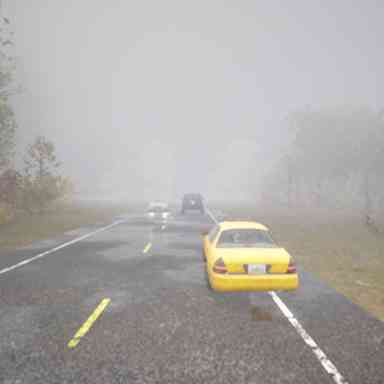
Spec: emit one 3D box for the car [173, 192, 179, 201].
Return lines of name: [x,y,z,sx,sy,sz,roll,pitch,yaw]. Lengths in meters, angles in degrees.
car: [-3.468,1.062,83.572,2.150,2.045,5.566,0,0,0]

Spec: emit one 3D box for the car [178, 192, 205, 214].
car: [0.073,1.115,33.625,2.150,2.045,5.566,0,0,0]

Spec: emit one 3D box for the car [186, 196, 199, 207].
car: [0.053,1.403,48.292,1.812,1.442,4.674,0,0,1]

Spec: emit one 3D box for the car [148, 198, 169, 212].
car: [-3.583,1.414,36.482,1.812,1.442,4.674,0,0,0]

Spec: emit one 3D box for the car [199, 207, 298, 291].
car: [1.227,1.419,8.853,1.801,1.575,5.366,0,0,0]
